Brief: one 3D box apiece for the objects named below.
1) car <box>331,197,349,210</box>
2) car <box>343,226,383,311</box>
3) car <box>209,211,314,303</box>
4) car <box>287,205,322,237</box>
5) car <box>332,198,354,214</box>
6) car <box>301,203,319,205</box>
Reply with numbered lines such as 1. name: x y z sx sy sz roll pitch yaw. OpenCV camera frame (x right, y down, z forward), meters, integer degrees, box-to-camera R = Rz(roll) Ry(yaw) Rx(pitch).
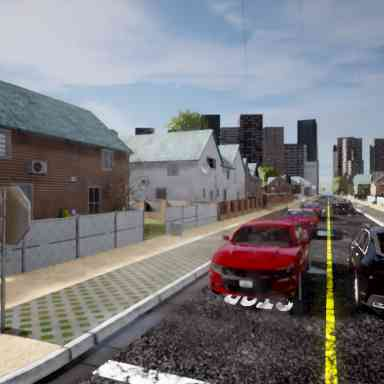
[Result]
1. car: 19.797 1.507 44.597 2.128 1.511 4.902 0 0 22
2. car: 4.534 1.506 7.352 1.837 1.490 4.892 0 0 22
3. car: 1.971 1.483 8.612 1.882 1.535 5.008 0 0 22
4. car: 5.912 1.609 18.220 1.895 1.301 4.718 0 0 22
5. car: 15.905 1.503 34.987 2.128 1.511 4.902 0 0 23
6. car: 9.937 1.613 28.021 1.895 1.301 4.718 0 0 22
